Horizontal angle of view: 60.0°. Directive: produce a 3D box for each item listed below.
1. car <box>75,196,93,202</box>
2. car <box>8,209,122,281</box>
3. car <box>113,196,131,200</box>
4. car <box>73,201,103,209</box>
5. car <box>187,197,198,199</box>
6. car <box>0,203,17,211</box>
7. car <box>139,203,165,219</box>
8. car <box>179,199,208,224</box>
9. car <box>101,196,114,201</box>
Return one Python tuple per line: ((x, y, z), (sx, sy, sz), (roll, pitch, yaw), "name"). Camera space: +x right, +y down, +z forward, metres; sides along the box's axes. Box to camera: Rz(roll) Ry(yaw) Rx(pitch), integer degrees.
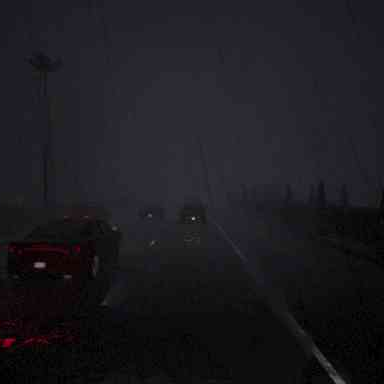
((-20.252, 1.515, 62.674), (1.882, 1.535, 5.008), (0, 0, 5), "car")
((-3.405, 1.484, 9.914), (1.882, 1.535, 5.008), (0, 0, 0), "car")
((-12.921, 1.584, 65.025), (2.033, 1.411, 5.357), (0, 0, 8), "car")
((-6.908, 1.561, 22.265), (2.033, 1.411, 5.357), (0, 0, 0), "car")
((0.087, 1.378, 41.767), (2.097, 1.767, 4.553), (0, 0, 0), "car")
((-14.107, 1.506, 23.192), (2.128, 1.511, 4.902), (0, 0, 0), "car")
((-3.411, 1.619, 29.437), (1.895, 1.301, 4.718), (0, 0, 0), "car")
((0.091, 1.522, 24.838), (1.837, 1.490, 4.892), (0, 0, 0), "car")
((-16.325, 1.537, 65.902), (1.837, 1.490, 4.892), (0, 0, 8), "car")
